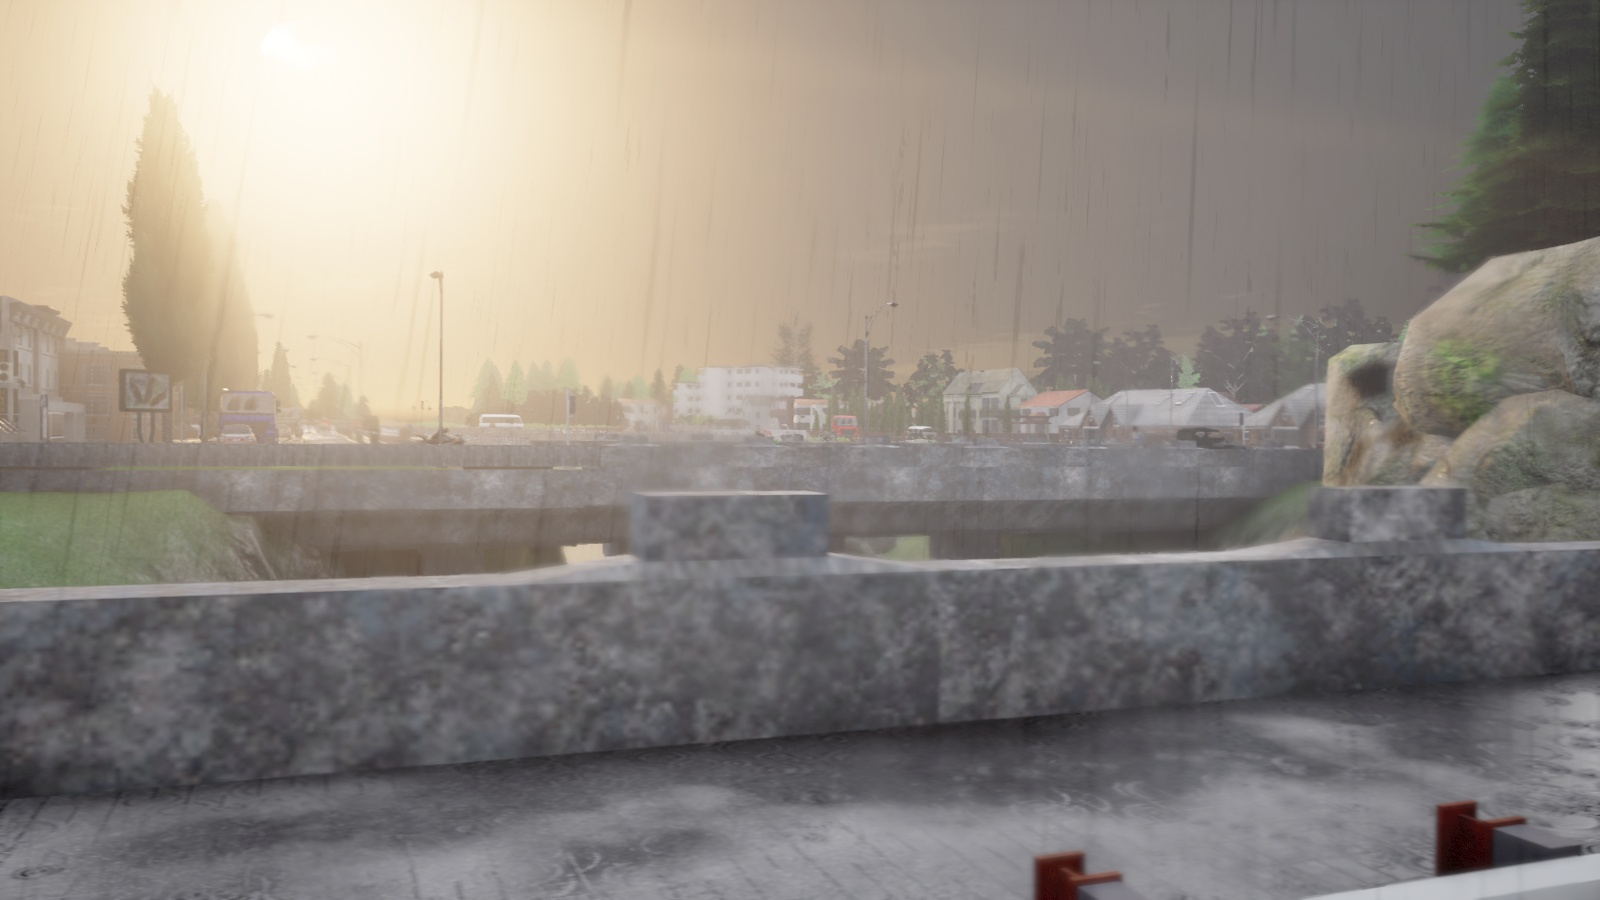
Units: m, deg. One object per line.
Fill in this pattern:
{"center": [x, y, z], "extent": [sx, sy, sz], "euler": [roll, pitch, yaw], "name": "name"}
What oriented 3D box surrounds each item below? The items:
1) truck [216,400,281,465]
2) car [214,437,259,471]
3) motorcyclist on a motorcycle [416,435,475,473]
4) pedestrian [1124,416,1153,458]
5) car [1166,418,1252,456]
{"center": [-30.980, -1.002, 70.829], "extent": [2.891, 3.462, 7.936], "euler": [-1, 1, -21], "name": "truck"}
{"center": [-26.169, 0.144, 58.420], "extent": [1.845, 1.501, 3.633], "euler": [-1, 1, -23], "name": "car"}
{"center": [-14.576, 0.149, 51.699], "extent": [2.191, 1.530, 0.866], "euler": [-1, 0, -4], "name": "motorcyclist on a motorcycle"}
{"center": [15.310, -0.583, 56.846], "extent": [0.900, 1.855, 0.874], "euler": [-1, 1, -20], "name": "pedestrian"}
{"center": [21.078, -0.687, 64.699], "extent": [3.866, 1.878, 1.905], "euler": [-1, 1, -21], "name": "car"}
